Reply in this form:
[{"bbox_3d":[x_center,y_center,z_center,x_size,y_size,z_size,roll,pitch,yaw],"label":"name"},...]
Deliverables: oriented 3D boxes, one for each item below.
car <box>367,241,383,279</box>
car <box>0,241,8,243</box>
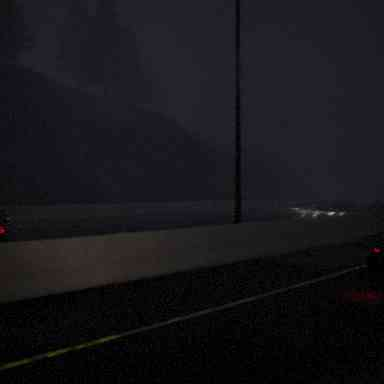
[{"bbox_3d":[6.473,1.569,8.909,4.181,1.385,1.994,0,0,-39],"label":"car"},{"bbox_3d":[-8.621,1.374,10.840,4.553,1.767,2.097,0,0,-36],"label":"car"}]
